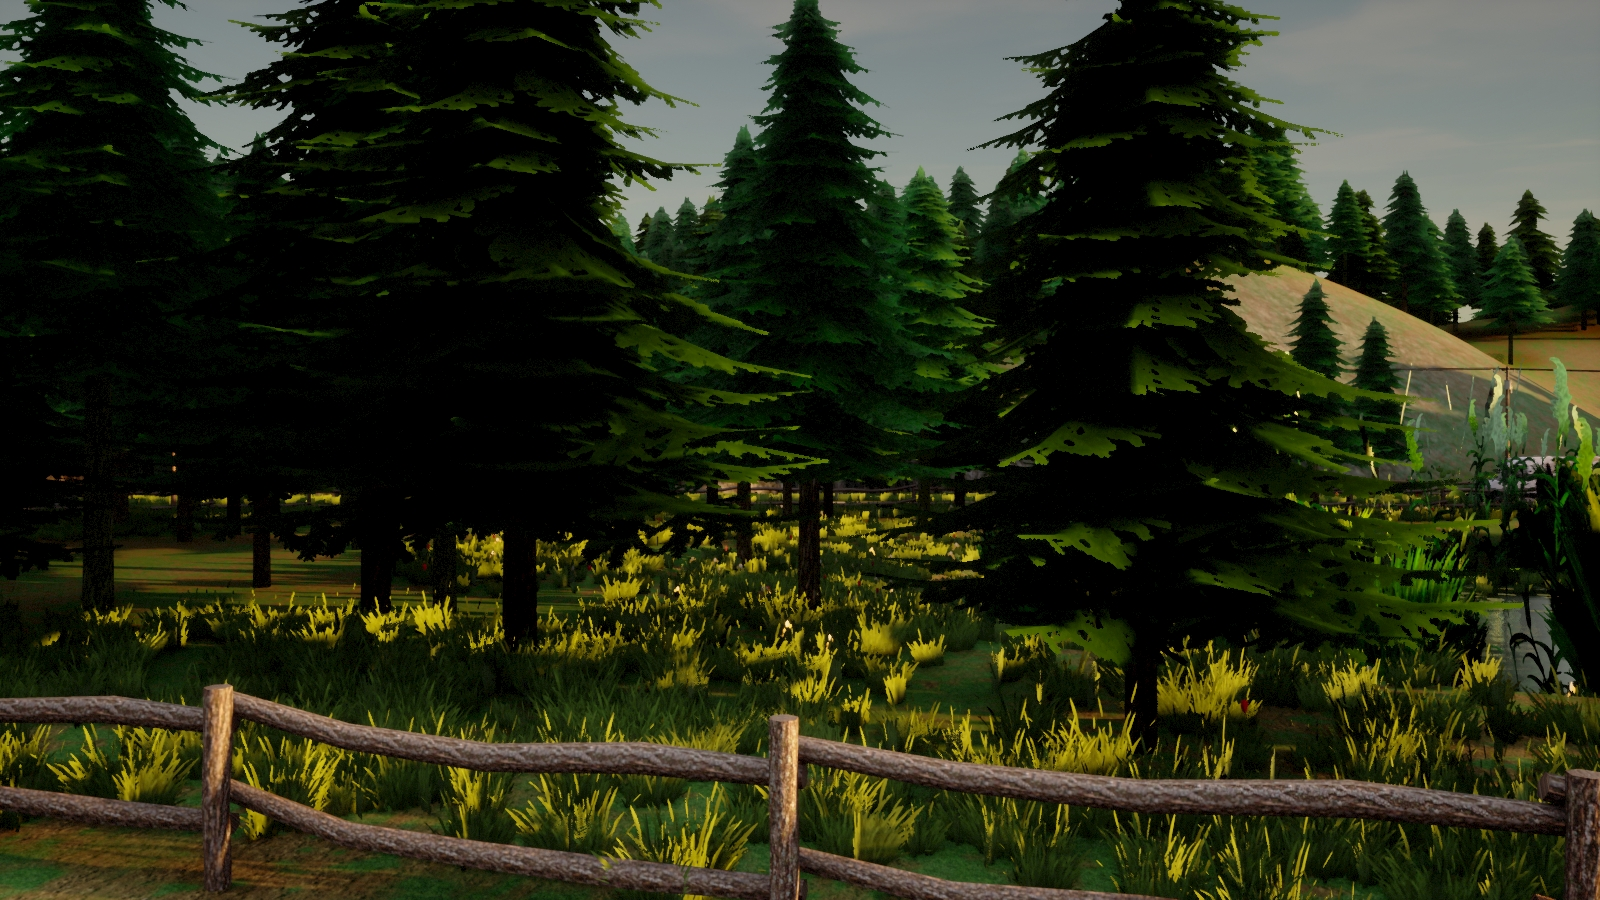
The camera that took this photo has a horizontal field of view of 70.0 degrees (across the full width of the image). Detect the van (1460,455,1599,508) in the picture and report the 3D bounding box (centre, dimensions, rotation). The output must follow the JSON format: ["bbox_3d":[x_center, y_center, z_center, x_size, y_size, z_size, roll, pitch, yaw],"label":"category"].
[{"bbox_3d":[36.424,1.534,56.785,5.915,2.561,1.988,0,0,8],"label":"van"}]

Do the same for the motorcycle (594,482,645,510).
[{"bbox_3d":[-8.536,2.178,54.108,2.209,1.251,0.867,0,0,14],"label":"motorcycle"}]
